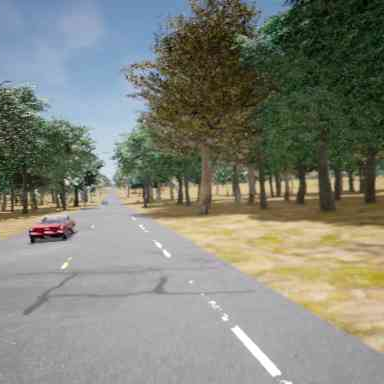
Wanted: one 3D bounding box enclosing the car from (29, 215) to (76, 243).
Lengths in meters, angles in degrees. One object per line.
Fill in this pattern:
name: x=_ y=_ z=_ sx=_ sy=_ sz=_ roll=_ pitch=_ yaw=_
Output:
car: x=-7.983 y=2.030 z=19.288 sx=1.895 sy=1.301 sz=4.718 roll=-3 pitch=0 yaw=-13
